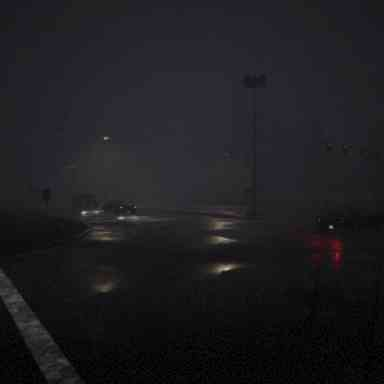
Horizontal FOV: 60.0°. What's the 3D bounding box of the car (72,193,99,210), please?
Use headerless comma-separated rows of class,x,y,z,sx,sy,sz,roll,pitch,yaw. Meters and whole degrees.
car,-13.553,1.127,42.092,2.150,2.045,5.566,0,0,-35

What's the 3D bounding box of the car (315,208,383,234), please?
car,9.270,1.592,19.175,4.718,1.301,1.895,0,0,-36

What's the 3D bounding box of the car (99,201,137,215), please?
car,-7.273,1.533,33.191,1.895,1.301,4.718,0,0,-36
